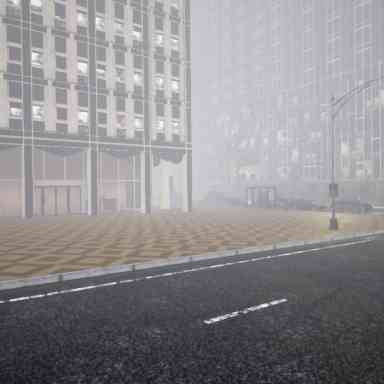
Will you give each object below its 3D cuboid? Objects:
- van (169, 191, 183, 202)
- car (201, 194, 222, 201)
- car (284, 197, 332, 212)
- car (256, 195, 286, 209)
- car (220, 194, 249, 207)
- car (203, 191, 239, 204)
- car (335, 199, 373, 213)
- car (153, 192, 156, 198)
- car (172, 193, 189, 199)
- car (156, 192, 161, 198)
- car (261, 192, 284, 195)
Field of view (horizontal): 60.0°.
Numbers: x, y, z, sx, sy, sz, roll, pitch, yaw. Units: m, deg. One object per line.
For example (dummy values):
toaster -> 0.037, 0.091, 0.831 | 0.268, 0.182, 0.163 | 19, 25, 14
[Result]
van -> -3.167, 0.937, 60.080 | 1.690, 1.788, 3.998 | 0, 1, -34
car -> 3.757, 1.043, 64.802 | 1.802, 1.307, 4.206 | 0, 1, -34
car -> 12.733, 1.423, 36.530 | 1.947, 1.339, 4.313 | 0, 1, -34
car -> 9.546, 1.387, 41.238 | 1.802, 1.307, 4.206 | 0, 1, -34
car -> 6.392, 1.319, 45.966 | 1.947, 1.339, 4.313 | 0, 1, -34
car -> 4.482, 0.867, 53.465 | 2.150, 2.045, 5.566 | -1, 1, -34
car -> 16.820, 1.407, 35.348 | 1.994, 1.385, 4.181 | -1, 1, -34
car -> -9.050, 0.686, 83.584 | 1.967, 1.590, 4.097 | 0, 1, -34
car -> -2.646, 0.935, 74.194 | 1.802, 1.307, 4.206 | 0, 1, -34
car -> -5.848, 0.614, 78.887 | 2.192, 1.841, 5.009 | 0, 1, -34
car -> 10.962, 0.971, 43.937 | 2.150, 2.045, 5.566 | -1, 1, -34
